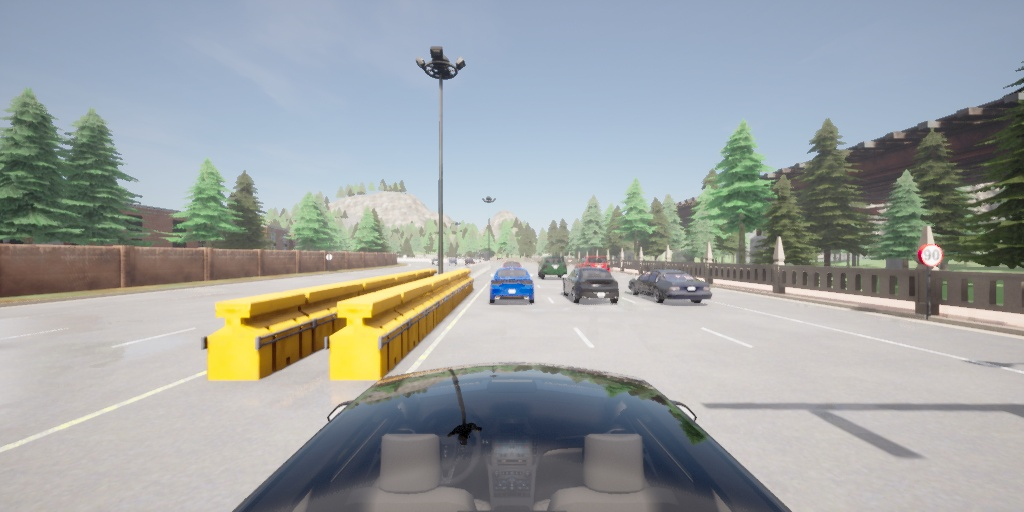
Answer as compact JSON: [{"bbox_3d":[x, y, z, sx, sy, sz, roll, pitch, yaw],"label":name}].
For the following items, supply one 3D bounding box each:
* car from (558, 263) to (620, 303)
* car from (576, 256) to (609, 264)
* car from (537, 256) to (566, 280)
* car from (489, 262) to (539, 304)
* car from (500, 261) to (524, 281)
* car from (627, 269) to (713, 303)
[{"bbox_3d":[3.500,1.266,16.500,1.837,1.490,4.892,0,0,0],"label":"car"},{"bbox_3d":[7.000,1.008,31.530,2.150,2.045,5.566,0,0,0],"label":"car"},{"bbox_3d":[3.500,1.008,31.530,2.150,2.045,5.566,0,0,0],"label":"car"},{"bbox_3d":[0.000,1.235,16.500,1.882,1.535,5.008,0,0,0],"label":"car"},{"bbox_3d":[0.000,1.235,31.500,1.882,1.535,5.008,0,0,0],"label":"car"},{"bbox_3d":[7.000,1.313,16.500,2.033,1.411,5.357,0,0,0],"label":"car"}]
